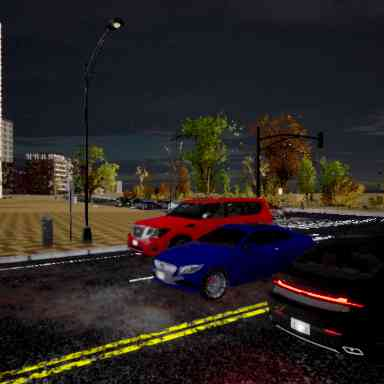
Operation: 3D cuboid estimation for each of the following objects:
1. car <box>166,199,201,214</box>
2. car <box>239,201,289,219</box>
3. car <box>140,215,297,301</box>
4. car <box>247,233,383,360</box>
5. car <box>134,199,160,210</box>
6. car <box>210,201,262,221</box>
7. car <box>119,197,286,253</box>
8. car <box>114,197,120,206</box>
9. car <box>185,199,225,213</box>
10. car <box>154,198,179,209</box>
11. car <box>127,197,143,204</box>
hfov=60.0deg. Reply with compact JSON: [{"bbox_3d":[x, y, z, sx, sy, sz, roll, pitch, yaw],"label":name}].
[{"bbox_3d":[-1.049,1.607,36.979,1.812,1.442,4.674,0,0,-31],"label":"car"},{"bbox_3d":[6.555,1.573,30.826,1.812,1.442,4.674,0,0,-30],"label":"car"},{"bbox_3d":[1.262,1.525,8.427,4.674,1.442,1.812,0,0,-34],"label":"car"},{"bbox_3d":[3.415,1.504,5.708,4.892,1.490,1.837,0,0,-34],"label":"car"},{"bbox_3d":[-6.234,1.667,45.509,1.994,1.385,4.181,0,0,-31],"label":"car"},{"bbox_3d":[3.754,1.564,29.192,1.837,1.490,4.892,0,0,-32],"label":"car"},{"bbox_3d":[0.536,1.220,11.869,5.566,2.045,2.150,0,0,-34],"label":"car"},{"bbox_3d":[-11.284,1.626,54.175,1.837,1.490,4.892,0,0,-29],"label":"car"},{"bbox_3d":[1.468,1.618,39.087,2.033,1.411,5.357,0,0,-32],"label":"car"},{"bbox_3d":[-3.691,1.656,47.627,1.994,1.385,4.181,0,0,-30],"label":"car"},{"bbox_3d":[-11.897,1.680,68.779,1.994,1.385,4.181,0,0,-29],"label":"car"}]
